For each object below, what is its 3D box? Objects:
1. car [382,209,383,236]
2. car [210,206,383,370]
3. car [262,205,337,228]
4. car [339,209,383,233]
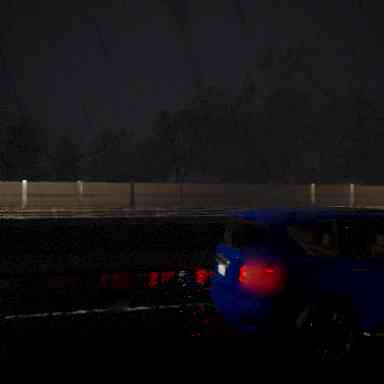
[{"bbox_3d":[13.576,1.742,18.725,5.008,1.535,1.882,0,-1,-12],"label":"car"},{"bbox_3d":[3.075,1.298,5.631,5.566,2.045,2.150,0,-1,-12],"label":"car"},{"bbox_3d":[7.912,1.801,24.702,5.008,1.535,1.882,0,-1,-12],"label":"car"},{"bbox_3d":[12.814,1.852,22.139,5.357,1.411,2.033,0,-1,-12],"label":"car"}]
